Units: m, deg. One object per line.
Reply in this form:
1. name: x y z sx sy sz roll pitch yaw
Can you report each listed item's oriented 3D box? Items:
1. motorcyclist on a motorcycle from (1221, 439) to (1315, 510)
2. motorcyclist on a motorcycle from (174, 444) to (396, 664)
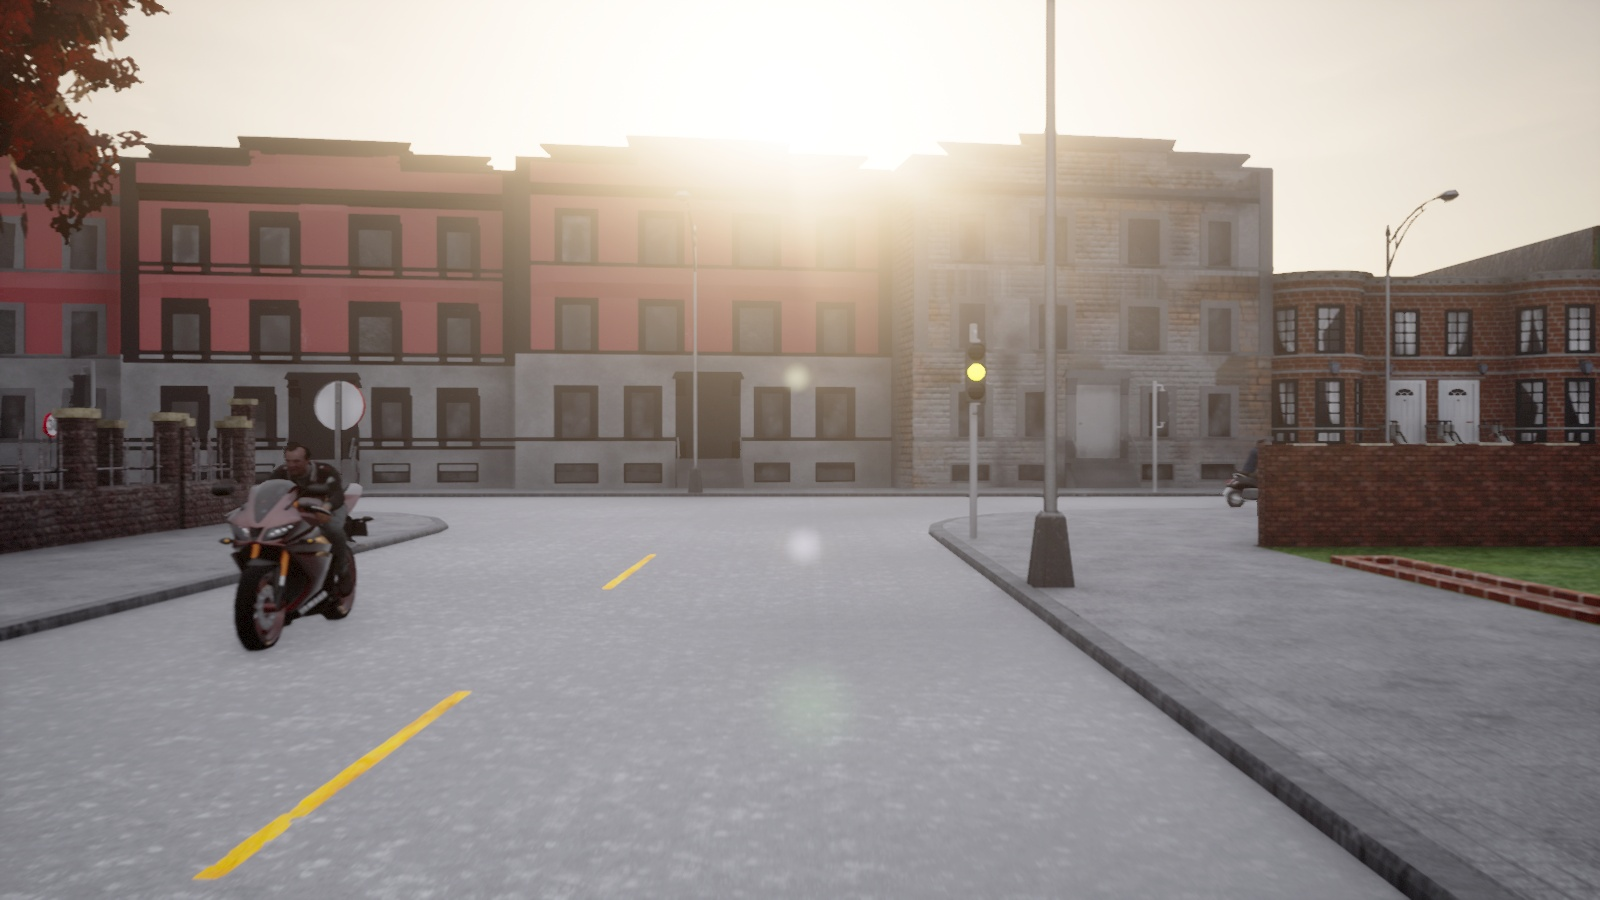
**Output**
1. motorcyclist on a motorcycle: 10.581 0.548 28.436 1.817 1.590 0.866 0 0 -1
2. motorcyclist on a motorcycle: -3.948 0.723 9.866 0.866 1.530 2.191 0 0 -1
